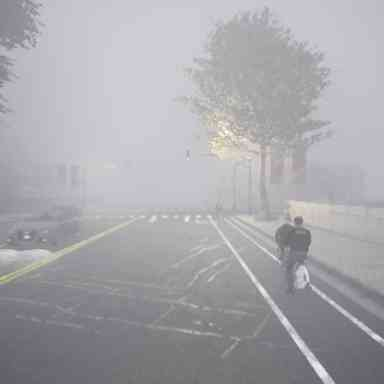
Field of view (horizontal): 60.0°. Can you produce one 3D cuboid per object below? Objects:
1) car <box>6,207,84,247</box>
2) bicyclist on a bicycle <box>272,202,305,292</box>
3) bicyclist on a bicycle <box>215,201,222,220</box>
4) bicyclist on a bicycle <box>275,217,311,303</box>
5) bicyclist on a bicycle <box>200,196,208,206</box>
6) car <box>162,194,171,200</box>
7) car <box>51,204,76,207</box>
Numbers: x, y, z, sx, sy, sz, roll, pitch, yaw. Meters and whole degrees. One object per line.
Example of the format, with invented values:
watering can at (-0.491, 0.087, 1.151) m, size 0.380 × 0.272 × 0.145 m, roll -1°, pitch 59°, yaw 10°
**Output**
car at (-6.590, 1.616, 15.256) m, size 1.994 × 1.385 × 4.181 m, roll 0°, pitch 0°, yaw 0°
bicyclist on a bicycle at (2.505, 1.432, 8.850) m, size 0.582 × 1.656 × 1.620 m, roll 4°, pitch 38°, yaw 10°
bicyclist on a bicycle at (2.248, 1.546, 28.014) m, size 0.582 × 1.620 × 1.656 m, roll 0°, pitch -1°, yaw 0°
bicyclist on a bicycle at (2.305, 1.437, 7.469) m, size 0.659 × 1.776 × 1.843 m, roll 3°, pitch -4°, yaw 0°
bicyclist on a bicycle at (2.264, 1.599, 55.886) m, size 0.866 × 1.612 × 1.509 m, roll 0°, pitch 0°, yaw 0°
car at (-6.508, 1.189, 85.657) m, size 2.097 × 1.767 × 4.553 m, roll 0°, pitch 0°, yaw 0°
car at (-9.785, 1.631, 25.014) m, size 2.033 × 1.411 × 5.357 m, roll 0°, pitch 0°, yaw 0°
